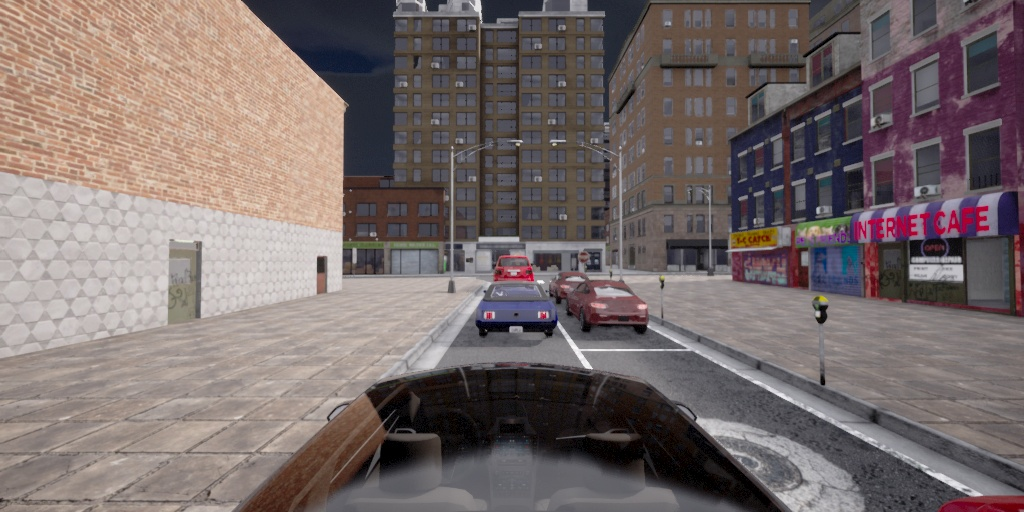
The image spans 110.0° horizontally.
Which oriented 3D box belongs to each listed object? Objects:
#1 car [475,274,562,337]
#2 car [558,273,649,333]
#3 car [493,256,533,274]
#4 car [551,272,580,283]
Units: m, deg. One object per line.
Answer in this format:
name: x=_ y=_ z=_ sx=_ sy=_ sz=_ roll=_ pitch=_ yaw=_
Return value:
car: x=0.102 y=1.358 z=10.240 sx=1.895 sy=1.301 sz=4.718 roll=0 pitch=0 yaw=0
car: x=2.629 y=1.339 z=10.550 sx=1.802 sy=1.307 sz=4.207 roll=0 pitch=0 yaw=0
car: x=0.060 y=0.992 z=21.038 sx=2.150 sy=2.045 sz=5.566 roll=0 pitch=0 yaw=-1
car: x=2.623 y=1.345 z=15.989 sx=1.802 sy=1.307 sz=4.207 roll=0 pitch=0 yaw=0
